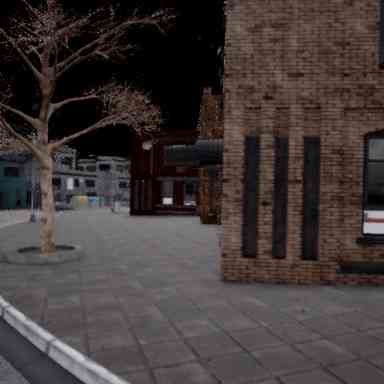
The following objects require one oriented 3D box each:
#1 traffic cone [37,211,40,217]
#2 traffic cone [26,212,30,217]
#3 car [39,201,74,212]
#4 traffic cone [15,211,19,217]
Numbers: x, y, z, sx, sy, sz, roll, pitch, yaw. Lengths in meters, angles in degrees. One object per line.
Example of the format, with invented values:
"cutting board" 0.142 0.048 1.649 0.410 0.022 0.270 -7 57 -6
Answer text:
"traffic cone" -16.044 2.290 34.690 0.340 0.580 0.340 2 -1 -9
"traffic cone" -17.032 2.264 34.541 0.340 0.580 0.340 2 -1 -9
"car" -18.385 1.991 45.534 2.033 1.411 5.357 1 -1 15
"traffic cone" -18.020 2.238 34.392 0.340 0.580 0.340 1 -1 -9
